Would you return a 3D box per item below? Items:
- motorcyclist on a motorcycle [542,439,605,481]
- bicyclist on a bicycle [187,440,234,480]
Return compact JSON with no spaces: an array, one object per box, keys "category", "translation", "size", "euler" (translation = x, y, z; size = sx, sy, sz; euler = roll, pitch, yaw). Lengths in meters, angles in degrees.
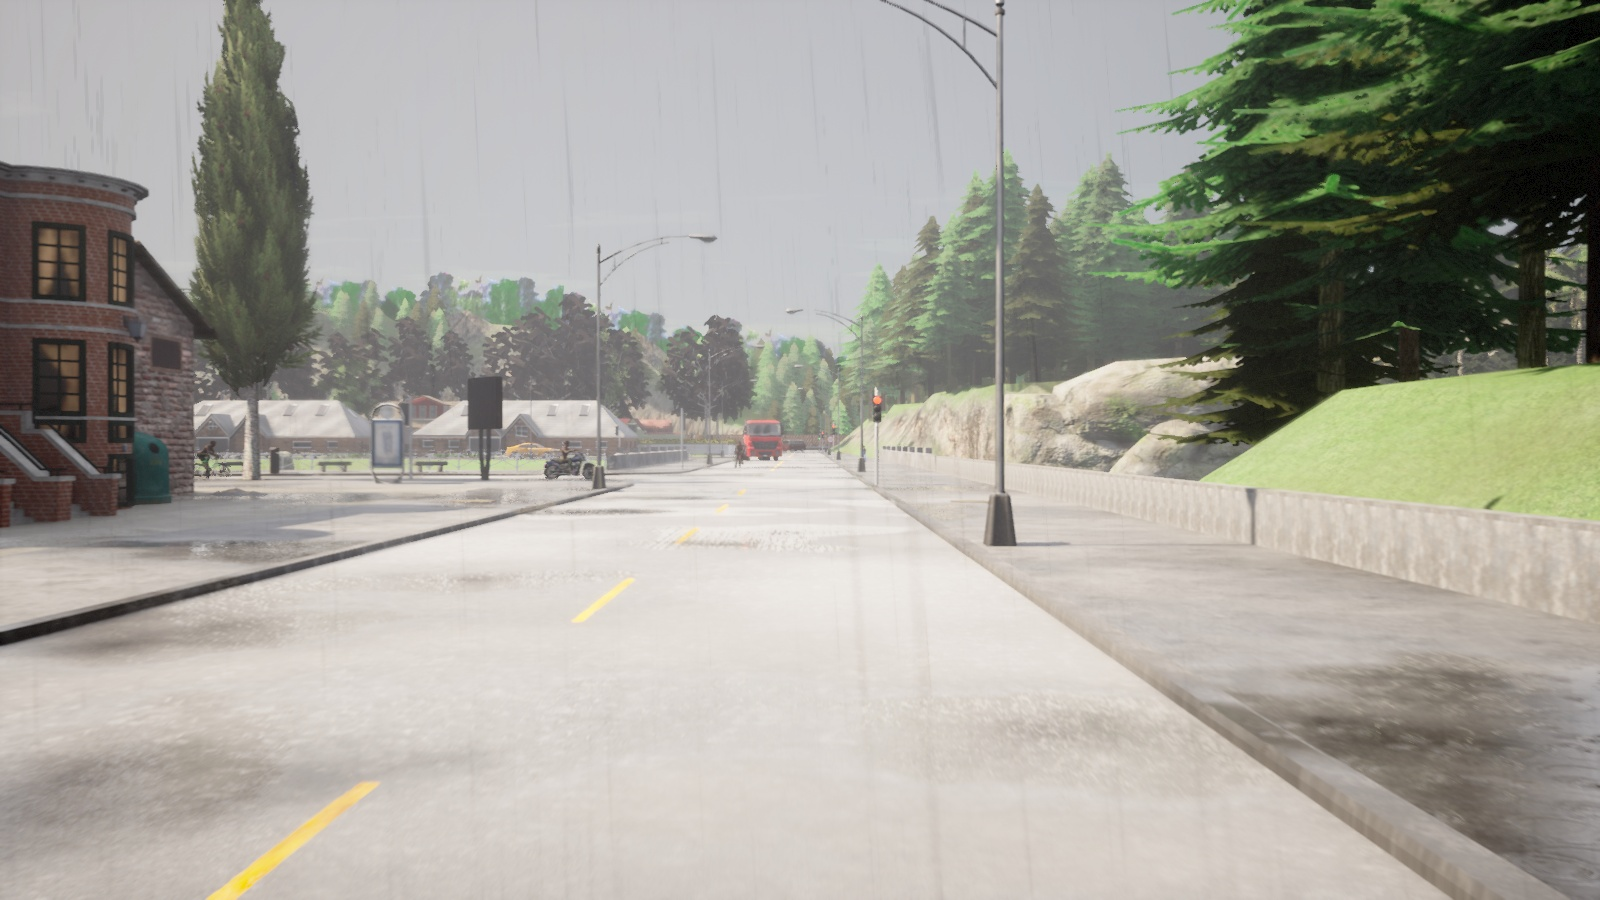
[{"category":"motorcyclist on a motorcycle","translation":[-9.174,0.401,50.878],"size":[2.350,1.649,0.766],"euler":[0,1,10]},{"category":"bicyclist on a bicycle","translation":[-24.070,0.391,51.277],"size":[1.656,1.620,0.582],"euler":[0,0,0]}]
